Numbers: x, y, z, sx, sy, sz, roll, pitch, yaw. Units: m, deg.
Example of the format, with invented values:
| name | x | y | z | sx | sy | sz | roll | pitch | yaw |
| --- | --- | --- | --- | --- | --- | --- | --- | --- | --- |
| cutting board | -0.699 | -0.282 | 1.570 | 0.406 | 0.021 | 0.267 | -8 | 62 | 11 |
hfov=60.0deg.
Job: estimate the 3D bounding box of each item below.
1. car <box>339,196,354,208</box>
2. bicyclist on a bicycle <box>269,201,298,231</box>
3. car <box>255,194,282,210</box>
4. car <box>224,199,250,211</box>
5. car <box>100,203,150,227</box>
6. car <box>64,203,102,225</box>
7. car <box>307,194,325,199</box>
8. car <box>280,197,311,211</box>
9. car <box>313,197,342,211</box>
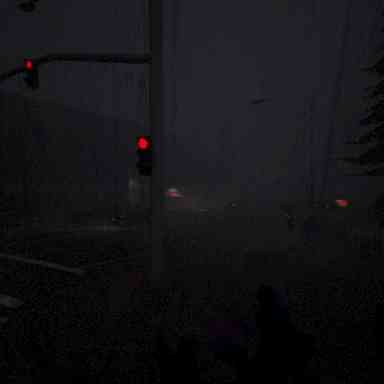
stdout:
| name | x | y | z | sx | sy | sz | roll | pitch | yaw |
| --- | --- | --- | --- | --- | --- | --- | --- | --- | --- |
| car | 22.379 | 1.424 | 49.129 | 2.097 | 1.767 | 4.553 | -1 | 0 | 36 |
| bicyclist on a bicycle | 5.016 | 1.348 | 18.303 | 1.656 | 1.620 | 0.582 | -1 | -1 | 36 |
| car | 10.418 | 1.350 | 44.573 | 2.150 | 2.045 | 5.566 | -1 | -1 | 36 |
| car | 6.157 | 1.660 | 44.664 | 1.837 | 1.490 | 4.892 | -1 | -1 | 36 |
| car | -4.209 | 1.693 | 24.282 | 1.994 | 1.385 | 4.181 | -1 | 0 | 36 |
| car | -7.455 | 1.633 | 25.763 | 1.882 | 1.535 | 5.008 | -1 | 0 | 36 |
| car | 19.035 | 1.320 | 50.493 | 2.150 | 2.045 | 5.566 | -1 | 0 | 36 |
| car | 13.283 | 1.663 | 42.398 | 1.994 | 1.385 | 4.181 | -1 | 0 | 37 |
| car | 16.726 | 1.673 | 41.172 | 1.895 | 1.301 | 4.718 | -1 | 0 | 36 |
